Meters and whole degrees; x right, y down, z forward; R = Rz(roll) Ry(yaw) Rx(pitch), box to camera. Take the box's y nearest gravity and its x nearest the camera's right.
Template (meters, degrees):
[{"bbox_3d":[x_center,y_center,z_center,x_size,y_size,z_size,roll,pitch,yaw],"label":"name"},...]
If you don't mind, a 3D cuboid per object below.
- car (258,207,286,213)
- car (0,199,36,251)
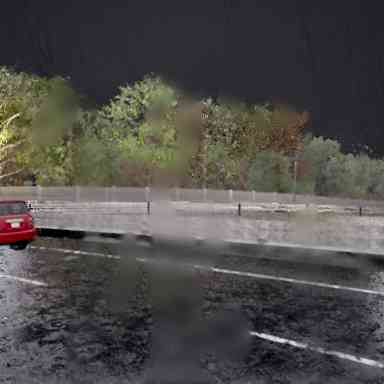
[{"bbox_3d":[10.975,2.219,45.837,4.181,1.385,1.994,3,-1,-27],"label":"car"},{"bbox_3d":[-8.570,1.283,12.905,5.566,2.045,2.150,-1,0,28],"label":"car"}]
